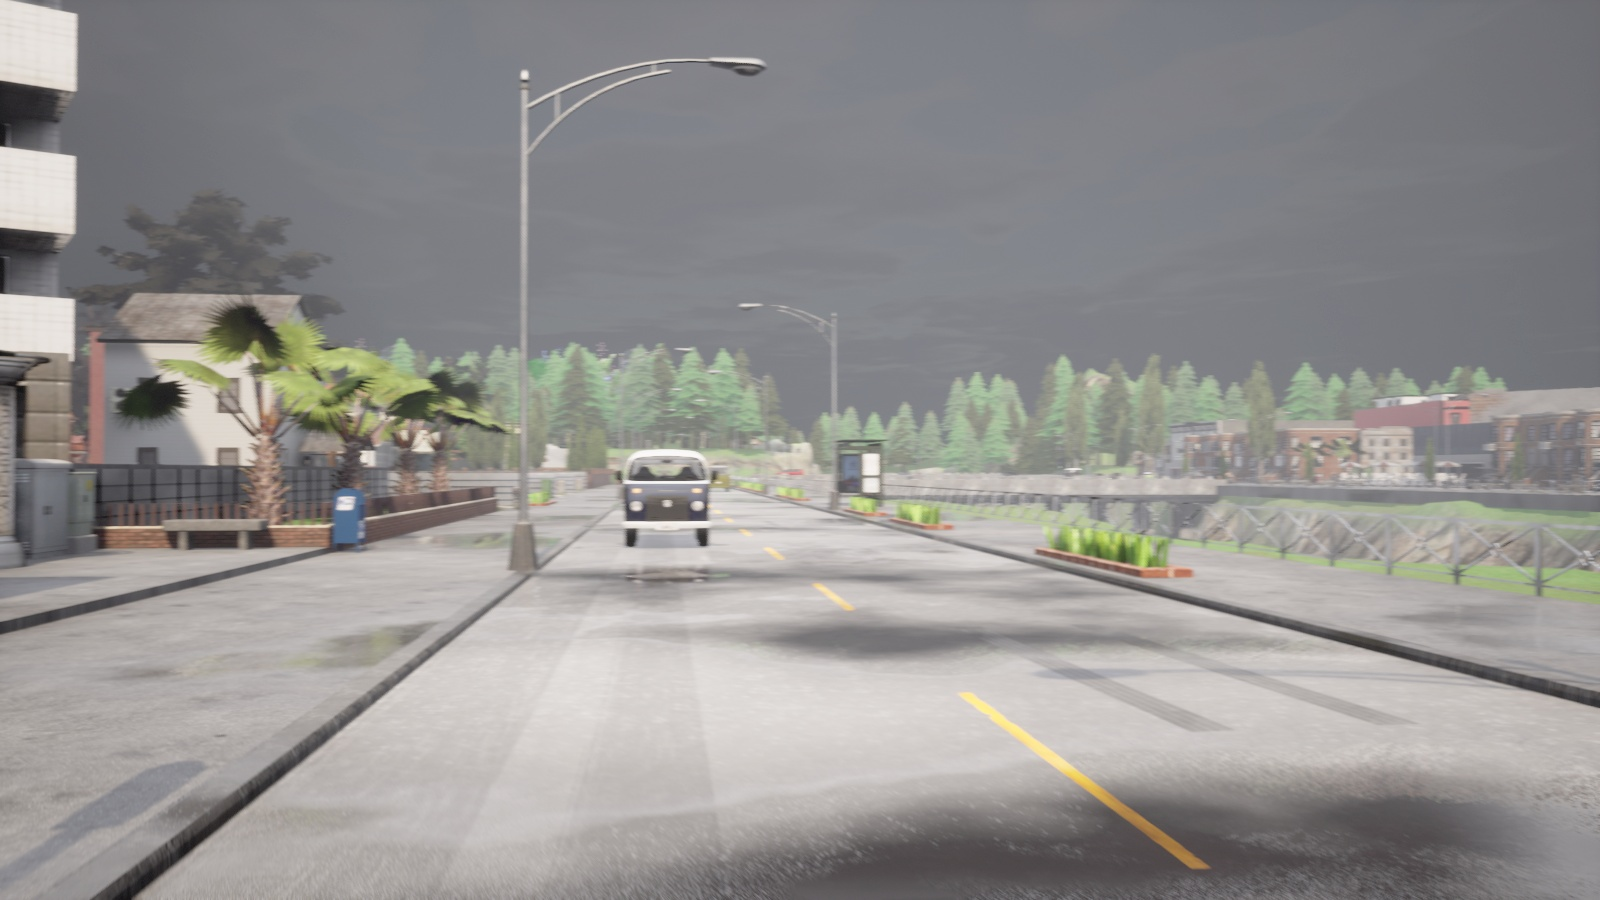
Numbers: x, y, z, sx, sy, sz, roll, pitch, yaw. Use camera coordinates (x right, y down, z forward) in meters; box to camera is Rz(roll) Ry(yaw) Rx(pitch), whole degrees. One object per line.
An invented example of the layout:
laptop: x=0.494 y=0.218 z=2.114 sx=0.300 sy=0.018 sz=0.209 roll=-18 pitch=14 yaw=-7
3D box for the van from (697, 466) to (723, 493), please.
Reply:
van: x=-6.827 y=2.225 z=94.731 sx=1.775 sy=1.987 sz=4.442 roll=0 pitch=-1 yaw=-7

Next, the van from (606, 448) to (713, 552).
van: x=-3.022 y=1.019 z=26.928 sx=2.069 sy=2.038 sz=4.480 roll=0 pitch=-1 yaw=-7
